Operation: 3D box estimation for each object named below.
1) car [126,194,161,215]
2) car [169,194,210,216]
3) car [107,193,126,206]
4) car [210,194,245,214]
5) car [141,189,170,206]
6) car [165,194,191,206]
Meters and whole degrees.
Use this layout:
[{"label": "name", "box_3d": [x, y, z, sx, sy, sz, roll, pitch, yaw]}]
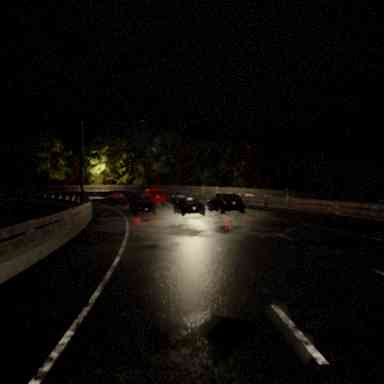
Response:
[{"label": "car", "box_3d": [-4.233, 1.150, 28.439, 1.812, 1.442, 4.674, -1, 1, -16]}, {"label": "car", "box_3d": [-0.302, 1.174, 27.411, 1.994, 1.385, 4.181, -1, 1, -14]}, {"label": "car", "box_3d": [-9.872, 0.926, 43.559, 1.882, 1.535, 5.008, -1, 1, -25]}, {"label": "car", "box_3d": [2.863, 0.917, 29.011, 2.097, 1.767, 4.553, -1, 1, -15]}, {"label": "car", "box_3d": [-4.987, 0.671, 41.178, 2.150, 2.045, 5.566, -1, 1, -22]}, {"label": "car", "box_3d": [-1.915, 0.967, 42.863, 1.994, 1.385, 4.181, -1, 1, -23]}]
